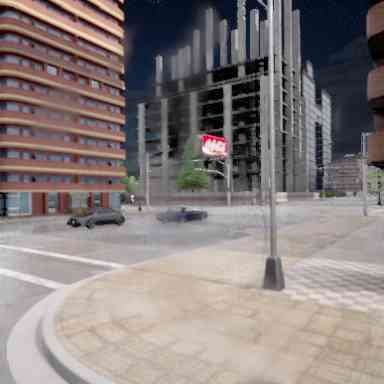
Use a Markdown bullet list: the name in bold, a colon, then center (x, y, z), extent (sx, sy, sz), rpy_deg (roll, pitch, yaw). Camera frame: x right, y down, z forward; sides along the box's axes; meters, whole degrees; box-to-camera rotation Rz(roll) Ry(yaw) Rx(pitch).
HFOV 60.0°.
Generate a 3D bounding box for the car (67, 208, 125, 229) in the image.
- **car**: center (-6.936, 1.873, 24.309), extent (1.994, 1.385, 4.181), rpy_deg (-1, -1, 36)

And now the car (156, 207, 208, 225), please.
- **car**: center (-0.670, 1.862, 26.727), extent (1.895, 1.301, 4.718), rpy_deg (-1, -1, 35)
